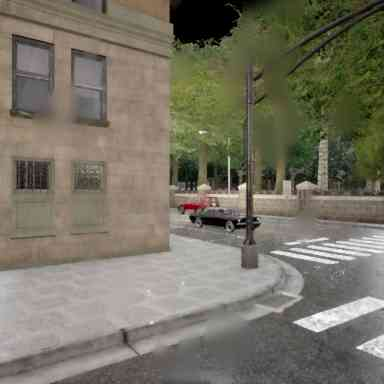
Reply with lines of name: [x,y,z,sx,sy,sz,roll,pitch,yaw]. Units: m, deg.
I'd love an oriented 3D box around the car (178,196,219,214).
car: [0.639,1.285,31.844,2.192,1.841,5.009,0,0,-35]

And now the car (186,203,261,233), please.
car: [1.882,1.585,19.901,1.895,1.301,4.718,0,0,-35]
